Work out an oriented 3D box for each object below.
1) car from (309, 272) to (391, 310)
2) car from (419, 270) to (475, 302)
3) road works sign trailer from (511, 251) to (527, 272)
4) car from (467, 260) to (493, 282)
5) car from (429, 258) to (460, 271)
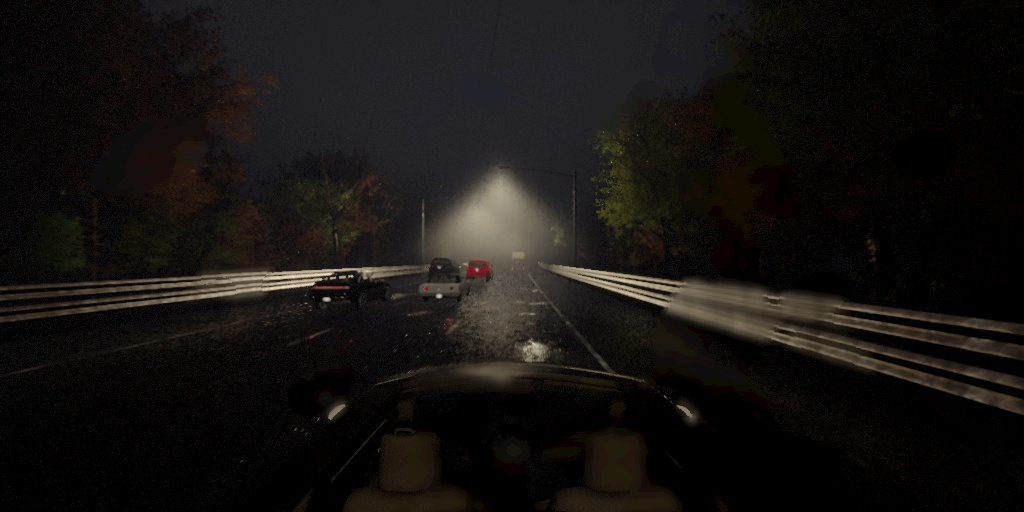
[{"bbox_3d":[-6.836,1.422,15.699,2.128,1.511,4.902,0,-1,1],"label":"car"},{"bbox_3d":[-3.308,1.569,18.627,1.895,1.301,4.718,0,-1,1],"label":"car"},{"bbox_3d":[1.103,0.954,63.179,2.380,3.560,2.880,0,0,3],"label":"road works sign trailer"},{"bbox_3d":[-3.099,1.390,35.088,2.150,2.045,5.566,0,-1,2],"label":"car"},{"bbox_3d":[-6.491,1.339,35.083,2.150,2.045,5.566,3,-4,2],"label":"car"}]
